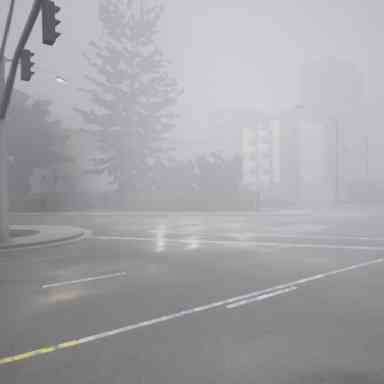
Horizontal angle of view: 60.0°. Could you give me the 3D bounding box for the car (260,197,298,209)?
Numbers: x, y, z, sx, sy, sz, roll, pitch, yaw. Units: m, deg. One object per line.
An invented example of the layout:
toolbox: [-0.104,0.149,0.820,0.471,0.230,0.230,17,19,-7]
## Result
car: [9.547,1.177,37.664,1.895,1.301,4.718,-1,1,-35]
